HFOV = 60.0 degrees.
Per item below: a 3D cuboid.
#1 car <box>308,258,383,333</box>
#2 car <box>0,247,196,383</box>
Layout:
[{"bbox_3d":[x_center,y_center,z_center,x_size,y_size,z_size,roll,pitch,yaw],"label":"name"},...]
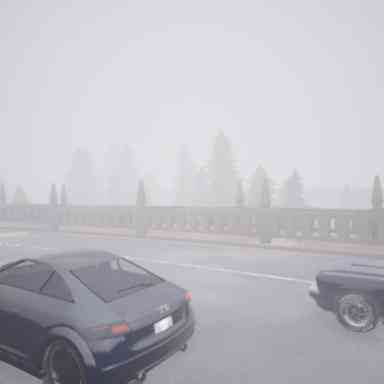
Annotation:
[{"bbox_3d":[4.349,1.567,5.079,4.718,1.301,1.895,0,0,35],"label":"car"},{"bbox_3d":[-2.029,1.577,5.086,4.181,1.385,1.994,0,0,33],"label":"car"}]
